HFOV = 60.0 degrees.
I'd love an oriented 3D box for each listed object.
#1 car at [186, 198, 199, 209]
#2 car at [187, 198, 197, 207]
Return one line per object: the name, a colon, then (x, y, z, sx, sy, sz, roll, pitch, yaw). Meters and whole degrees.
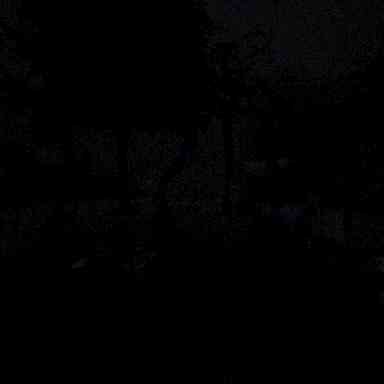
car: (0.090, 1.864, 49.943, 1.994, 1.385, 4.181, 0, -1, 0)
car: (-0.005, 1.920, 59.822, 1.837, 1.490, 4.892, 0, -1, 0)
